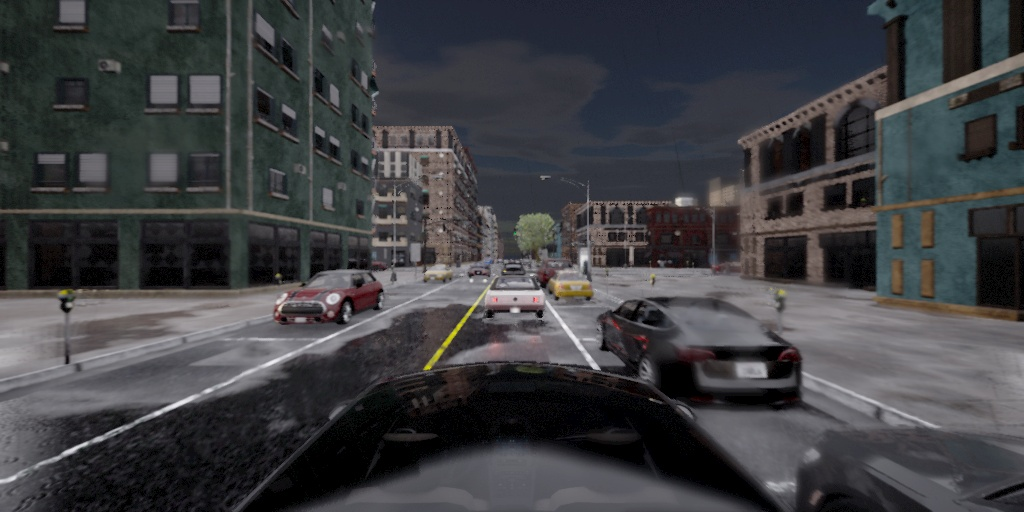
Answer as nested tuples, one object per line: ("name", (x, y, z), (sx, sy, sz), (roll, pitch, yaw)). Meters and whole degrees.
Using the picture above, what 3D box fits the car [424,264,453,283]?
("car", (-5.691, 1.287, 28.092), (1.751, 1.417, 4.829), (0, 0, 0))

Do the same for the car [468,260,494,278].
("car", (-3.009, 1.329, 34.015), (1.994, 1.385, 4.181), (0, 0, 0))

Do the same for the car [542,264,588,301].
("car", (2.690, 1.282, 17.352), (1.751, 1.417, 4.829), (0, 0, 0))

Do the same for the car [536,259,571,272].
("car", (2.690, 1.074, 22.722), (2.192, 1.841, 5.009), (0, 0, 0))

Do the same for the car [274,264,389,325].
("car", (-5.691, 1.194, 11.643), (1.967, 1.591, 4.097), (0, 0, 0))

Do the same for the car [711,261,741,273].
("car", (26.147, 1.437, 42.748), (4.507, 1.381, 1.888), (0, 0, 0))

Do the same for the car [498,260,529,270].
("car", (0.100, 1.266, 27.804), (1.837, 1.490, 4.892), (0, 0, 0))

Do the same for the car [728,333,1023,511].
("car", (2.690, 1.300, 0.563), (2.007, 1.370, 4.403), (0, 0, 0))

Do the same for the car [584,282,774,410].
("car", (2.690, 1.318, 6.102), (1.948, 1.339, 4.313), (0, 0, 0))

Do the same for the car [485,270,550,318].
("car", (0.100, 1.356, 13.075), (1.895, 1.301, 4.718), (0, 0, 0))

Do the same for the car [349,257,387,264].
("car", (-17.276, 1.032, 42.493), (5.009, 1.841, 2.192), (0, 0, 0))
